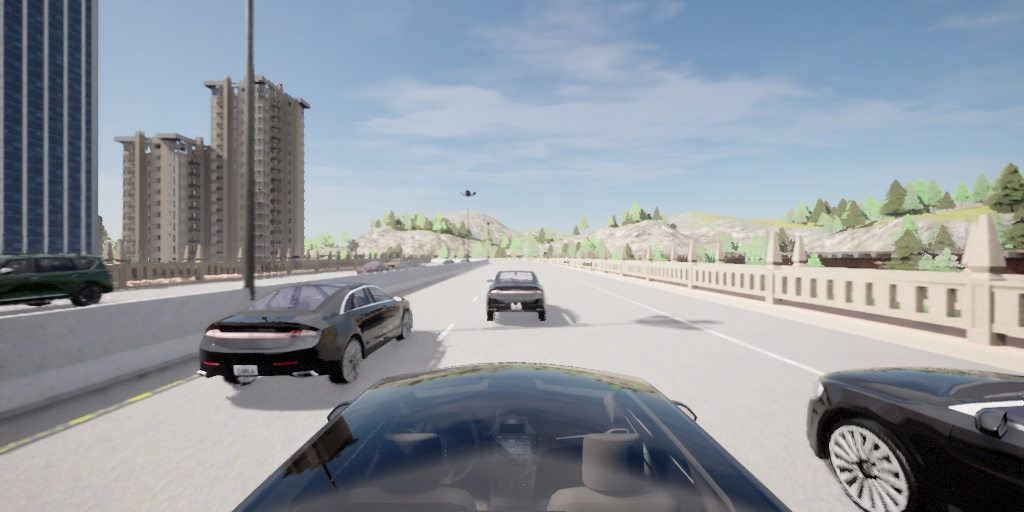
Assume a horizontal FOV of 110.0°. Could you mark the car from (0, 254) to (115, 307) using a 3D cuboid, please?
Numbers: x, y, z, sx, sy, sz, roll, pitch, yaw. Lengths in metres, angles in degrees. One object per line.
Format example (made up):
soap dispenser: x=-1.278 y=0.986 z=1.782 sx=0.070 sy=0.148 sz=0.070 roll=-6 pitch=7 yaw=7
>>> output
car: x=-17.573 y=0.957 z=12.502 sx=2.150 sy=2.045 sz=5.566 roll=0 pitch=0 yaw=0

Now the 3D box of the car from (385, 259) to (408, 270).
car: x=-17.400 y=1.209 z=54.339 sx=1.882 sy=1.535 sz=5.008 roll=0 pitch=0 yaw=1

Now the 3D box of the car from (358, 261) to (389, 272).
car: x=-13.991 y=1.258 z=36.480 sx=1.812 sy=1.442 sz=4.674 roll=0 pitch=0 yaw=0

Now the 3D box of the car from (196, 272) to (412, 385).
car: x=-3.381 y=1.238 z=6.980 sx=2.128 sy=1.511 sz=4.902 roll=0 pitch=0 yaw=0

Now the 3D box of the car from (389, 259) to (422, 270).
car: x=-10.492 y=1.240 z=36.352 sx=1.837 sy=1.490 sz=4.892 roll=0 pitch=0 yaw=0

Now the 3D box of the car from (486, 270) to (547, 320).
car: x=0.130 y=1.239 z=12.576 sx=2.128 sy=1.511 sz=4.902 roll=0 pitch=0 yaw=0

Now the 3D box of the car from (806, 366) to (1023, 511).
car: x=3.617 y=1.244 z=1.283 sx=2.128 sy=1.511 sz=4.902 roll=0 pitch=0 yaw=0
